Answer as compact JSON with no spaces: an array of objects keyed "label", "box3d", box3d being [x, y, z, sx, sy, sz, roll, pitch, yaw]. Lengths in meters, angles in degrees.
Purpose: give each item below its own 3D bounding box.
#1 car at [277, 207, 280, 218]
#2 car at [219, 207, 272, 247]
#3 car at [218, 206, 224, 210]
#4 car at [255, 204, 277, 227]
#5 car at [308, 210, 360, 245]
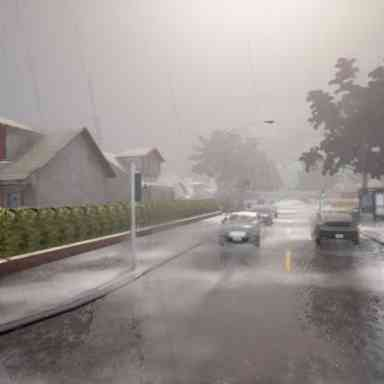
[{"label":"car","box3d":[8.395,2.016,36.042,1.812,1.442,4.674,-1,-1,16]},{"label":"car","box3d":[2.608,1.740,16.499,2.128,1.511,4.902,-1,-1,16]},{"label":"car","box3d":[1.620,2.089,44.219,5.357,1.415,2.033,-1,-1,19]},{"label":"car","box3d":[5.458,1.873,26.154,1.837,1.490,4.892,-1,-1,16]},{"label":"car","box3d":[7.055,1.688,16.711,1.837,1.490,4.892,-1,-1,16]}]
